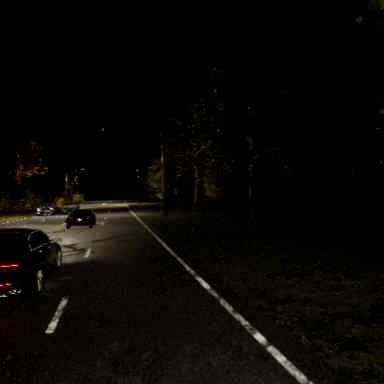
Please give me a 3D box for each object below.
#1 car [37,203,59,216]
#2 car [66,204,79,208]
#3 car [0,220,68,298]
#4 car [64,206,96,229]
[{"bbox_3d":[-19.948,2.351,46.186,2.097,1.767,4.553,-2,0,-13],"label":"car"},{"bbox_3d":[-16.764,2.451,46.861,2.033,1.411,5.357,-2,0,-13],"label":"car"},{"bbox_3d":[-4.741,1.729,8.871,1.837,1.490,4.892,-2,0,-13],"label":"car"},{"bbox_3d":[-8.777,2.054,26.549,1.994,1.385,4.181,-2,0,-13],"label":"car"}]
